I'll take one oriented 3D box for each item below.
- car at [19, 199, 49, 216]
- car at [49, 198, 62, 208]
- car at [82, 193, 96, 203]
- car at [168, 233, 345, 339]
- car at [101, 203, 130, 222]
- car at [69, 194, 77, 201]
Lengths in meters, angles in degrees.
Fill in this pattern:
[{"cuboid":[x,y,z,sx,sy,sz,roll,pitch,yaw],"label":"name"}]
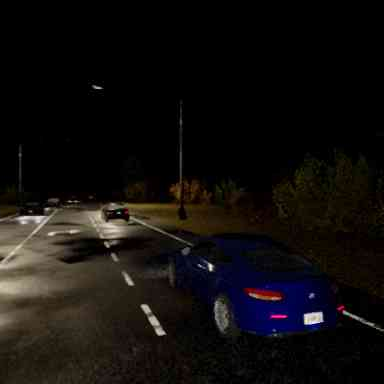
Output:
[{"cuboid":[-15.766,1.634,33.038,1.994,1.385,4.181,0,0,-19],"label":"car"},{"cuboid":[-21.048,1.647,50.644,2.033,1.411,5.357,0,0,-13],"label":"car"},{"cuboid":[-22.184,1.367,72.350,2.150,2.045,5.566,0,0,-19],"label":"car"},{"cuboid":[0.889,1.555,6.690,1.812,1.442,4.674,0,0,-19],"label":"car"},{"cuboid":[-6.286,1.630,27.098,2.033,1.411,5.357,0,0,-19],"label":"car"},{"cuboid":[-31.248,1.608,87.585,1.882,1.535,5.008,0,0,-19],"label":"car"}]
